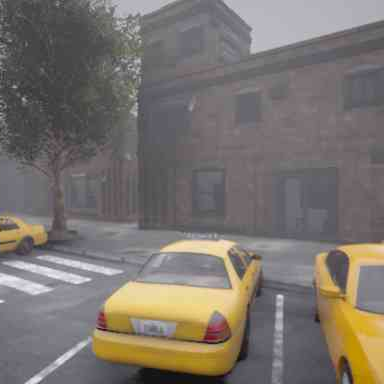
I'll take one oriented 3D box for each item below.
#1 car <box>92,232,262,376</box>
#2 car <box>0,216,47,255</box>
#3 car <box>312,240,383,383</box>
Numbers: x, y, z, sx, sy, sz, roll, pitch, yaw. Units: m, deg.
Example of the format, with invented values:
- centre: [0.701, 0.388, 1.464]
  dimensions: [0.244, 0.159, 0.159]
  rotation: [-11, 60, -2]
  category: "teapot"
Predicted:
- centre: [0.257, 1.508, 6.125]
  dimensions: [1.946, 1.575, 5.366]
  rotation: [0, -1, 15]
  category: "car"
- centre: [-7.182, 1.482, 10.997]
  dimensions: [1.946, 1.575, 5.366]
  rotation: [1, -1, 16]
  category: "car"
- centre: [2.668, 1.488, 4.221]
  dimensions: [2.097, 1.535, 5.008]
  rotation: [0, -1, 15]
  category: "car"
